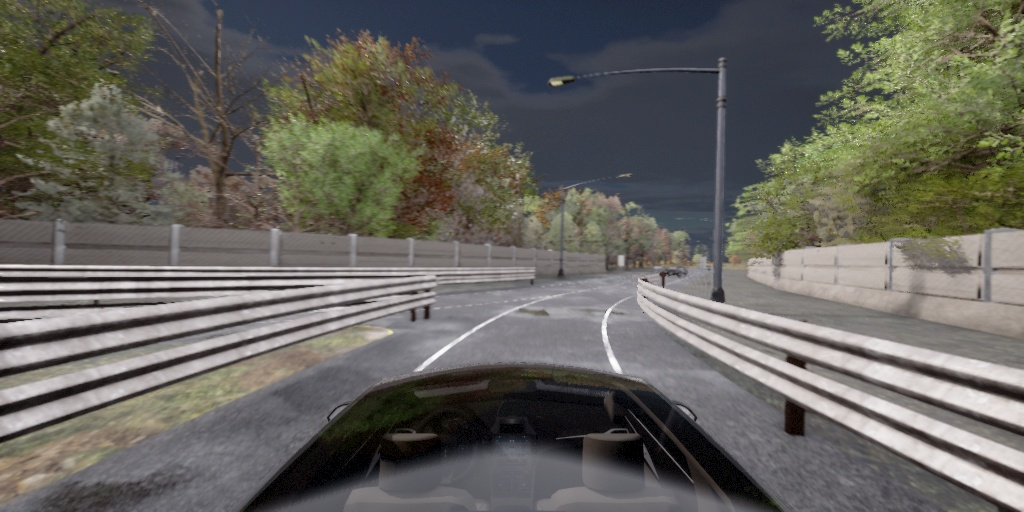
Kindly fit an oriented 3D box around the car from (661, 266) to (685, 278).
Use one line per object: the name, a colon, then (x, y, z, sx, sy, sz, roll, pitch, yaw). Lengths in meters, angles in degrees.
car: (23.425, 2.290, 52.075, 1.882, 1.535, 5.008, 1, -1, 31)
